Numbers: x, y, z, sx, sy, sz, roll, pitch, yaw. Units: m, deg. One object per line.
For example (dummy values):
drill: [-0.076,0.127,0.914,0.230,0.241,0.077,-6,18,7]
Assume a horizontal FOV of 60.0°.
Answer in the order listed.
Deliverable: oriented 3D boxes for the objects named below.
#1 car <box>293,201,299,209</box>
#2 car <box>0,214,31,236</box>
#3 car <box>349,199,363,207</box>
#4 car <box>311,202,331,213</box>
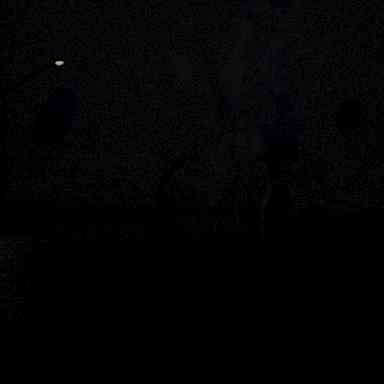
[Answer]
car: [17.460,2.370,58.916,2.128,1.511,4.902,0,0,36]
car: [-11.751,1.896,18.568,1.895,1.301,4.718,0,-1,36]
car: [36.071,2.652,72.686,1.994,1.385,4.181,0,-1,36]
car: [19.180,2.257,49.356,1.882,1.535,5.008,0,-1,36]
